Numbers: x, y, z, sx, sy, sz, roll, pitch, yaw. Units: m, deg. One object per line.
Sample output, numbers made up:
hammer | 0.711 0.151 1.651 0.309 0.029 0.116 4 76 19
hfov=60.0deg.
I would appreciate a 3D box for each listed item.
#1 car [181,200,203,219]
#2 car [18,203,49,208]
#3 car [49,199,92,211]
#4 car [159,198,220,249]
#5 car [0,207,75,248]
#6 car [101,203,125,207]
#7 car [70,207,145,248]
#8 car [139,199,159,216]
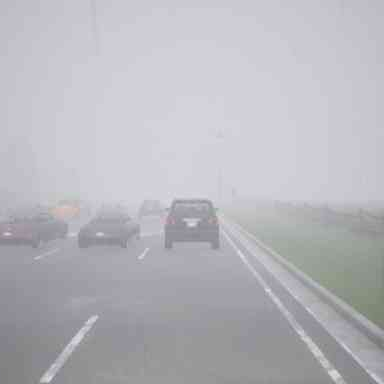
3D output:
car | 0.000 1.533 29.650 1.812 1.442 4.674 0 0 0
car | -14.000 1.616 29.680 1.895 1.301 4.718 0 0 0
car | -10.500 1.366 29.620 2.097 1.767 4.553 0 0 0
car | 0.000 1.258 14.680 2.150 2.045 5.566 0 0 0
car | -7.000 1.572 14.650 1.994 1.385 4.181 0 0 0
car | -7.000 1.616 29.680 1.895 1.301 4.718 0 0 0
car | -3.500 1.572 14.650 1.994 1.385 4.181 0 0 0
car | -3.500 1.366 29.620 2.097 1.767 4.553 0 0 0
